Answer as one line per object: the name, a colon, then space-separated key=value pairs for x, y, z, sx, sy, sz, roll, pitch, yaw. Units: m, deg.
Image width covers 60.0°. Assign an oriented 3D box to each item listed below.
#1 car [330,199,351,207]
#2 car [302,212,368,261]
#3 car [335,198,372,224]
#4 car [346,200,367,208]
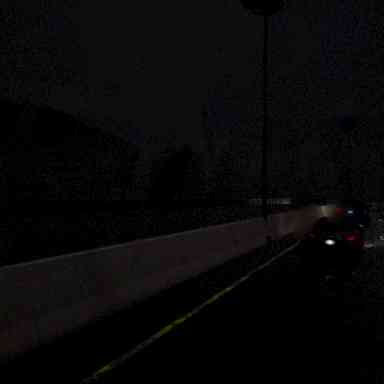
car: x=29.863 y=2.226 z=66.851 sx=4.674 sy=1.442 sz=1.812 roll=1 pitch=0 yaw=-39
car: x=5.665 y=1.699 z=13.083 sx=1.994 sy=1.385 sz=4.181 roll=0 pitch=0 yaw=29
car: x=12.377 y=1.503 z=25.570 sx=2.150 sy=2.045 sz=5.566 roll=0 pitch=0 yaw=29
car: x=31.693 y=2.228 z=63.855 sx=4.674 sy=1.442 sz=1.812 roll=1 pitch=0 yaw=-39
